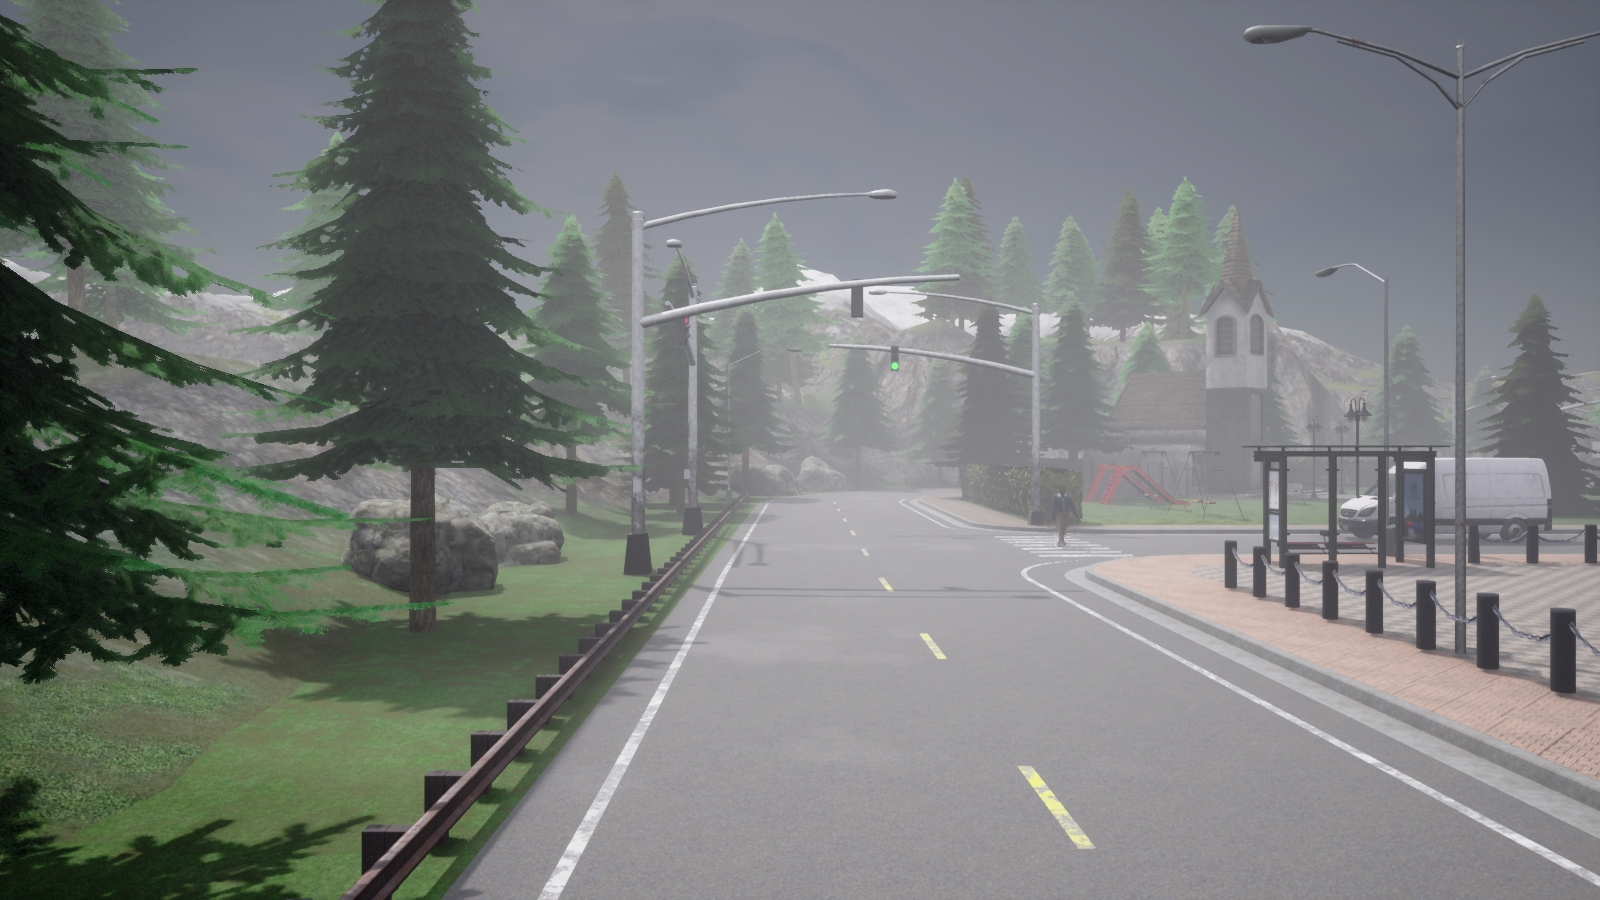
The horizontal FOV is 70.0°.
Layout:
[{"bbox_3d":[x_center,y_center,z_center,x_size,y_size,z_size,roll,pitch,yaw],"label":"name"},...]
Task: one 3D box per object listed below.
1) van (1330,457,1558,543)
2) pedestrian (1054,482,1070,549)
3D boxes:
[{"bbox_3d":[19.746,1.515,35.223,5.915,2.561,1.988,0,0,0],"label":"van"},{"bbox_3d":[7.341,1.833,32.050,0.375,1.860,0.375,0,0,0],"label":"pedestrian"}]
